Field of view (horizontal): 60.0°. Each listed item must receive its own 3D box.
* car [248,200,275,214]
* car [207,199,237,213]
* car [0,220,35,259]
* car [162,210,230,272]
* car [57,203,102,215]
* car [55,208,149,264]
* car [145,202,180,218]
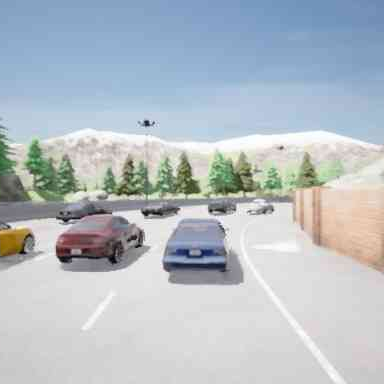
[{"bbox_3d":[7.297,1.524,35.088,1.812,1.442,4.674,-1,0,29],"label":"car"},{"bbox_3d":[3.251,1.491,34.810,2.128,1.511,4.902,0,0,26],"label":"car"},{"bbox_3d":[-6.762,1.480,10.210,1.882,1.535,5.008,0,0,2],"label":"car"},{"bbox_3d":[0.263,1.548,10.751,2.033,1.411,5.357,0,0,4],"label":"car"},{"bbox_3d":[-8.098,1.550,25.522,2.033,1.411,5.357,0,0,16],"label":"car"},{"bbox_3d":[-3.046,1.527,11.740,1.812,1.442,4.674,0,0,6],"label":"car"},{"bbox_3d":[-2.775,1.602,30.538,1.895,1.301,4.718,0,0,21],"label":"car"}]
